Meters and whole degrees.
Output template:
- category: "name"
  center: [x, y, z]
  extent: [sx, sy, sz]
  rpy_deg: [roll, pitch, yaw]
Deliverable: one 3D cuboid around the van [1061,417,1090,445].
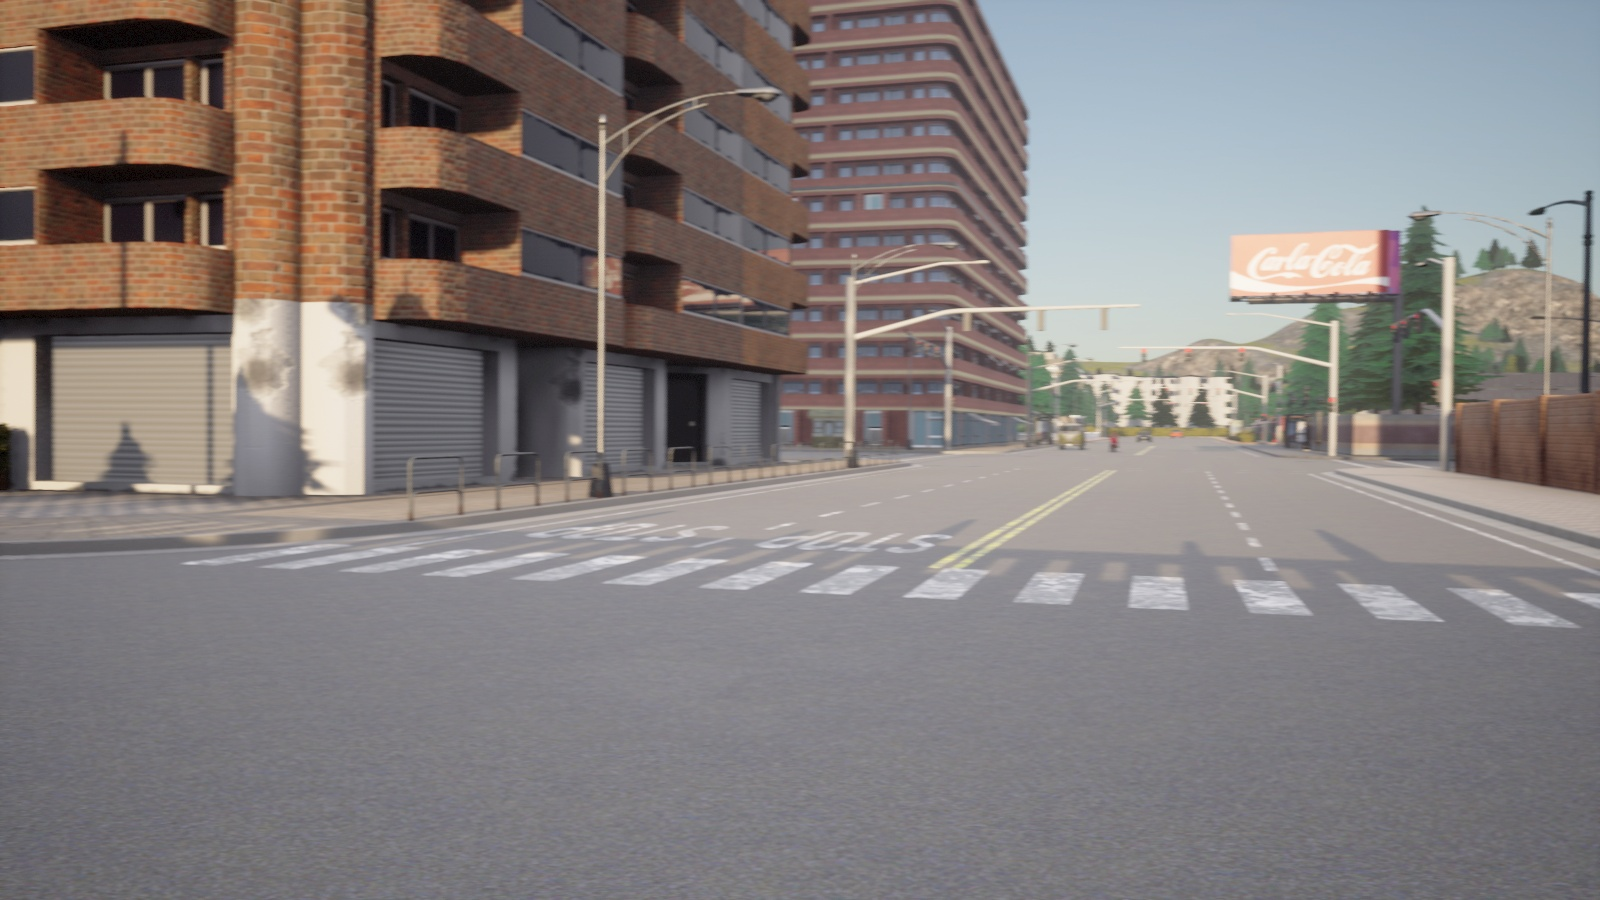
- category: "van"
  center: [20.606, -1.424, 93.762]
  extent: [1.775, 1.987, 4.442]
  rpy_deg: [0, 1, 17]
